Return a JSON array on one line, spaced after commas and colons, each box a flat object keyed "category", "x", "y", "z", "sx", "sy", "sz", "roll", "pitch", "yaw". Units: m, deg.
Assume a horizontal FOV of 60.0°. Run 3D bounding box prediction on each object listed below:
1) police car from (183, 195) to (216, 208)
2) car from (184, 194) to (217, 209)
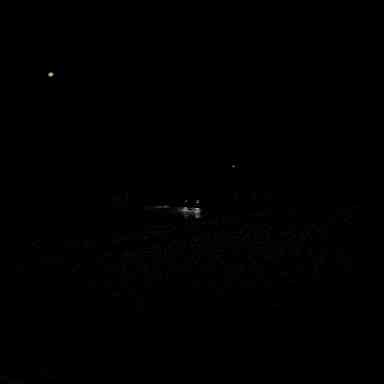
[{"category": "police car", "x": 1.044, "y": 1.201, "z": 44.710, "sx": 2.038, "sy": 1.542, "sz": 4.974, "roll": 0, "pitch": 0, "yaw": 35}, {"category": "car", "x": 1.061, "y": 1.077, "z": 39.243, "sx": 2.097, "sy": 1.767, "sz": 4.553, "roll": 0, "pitch": 0, "yaw": 35}]
